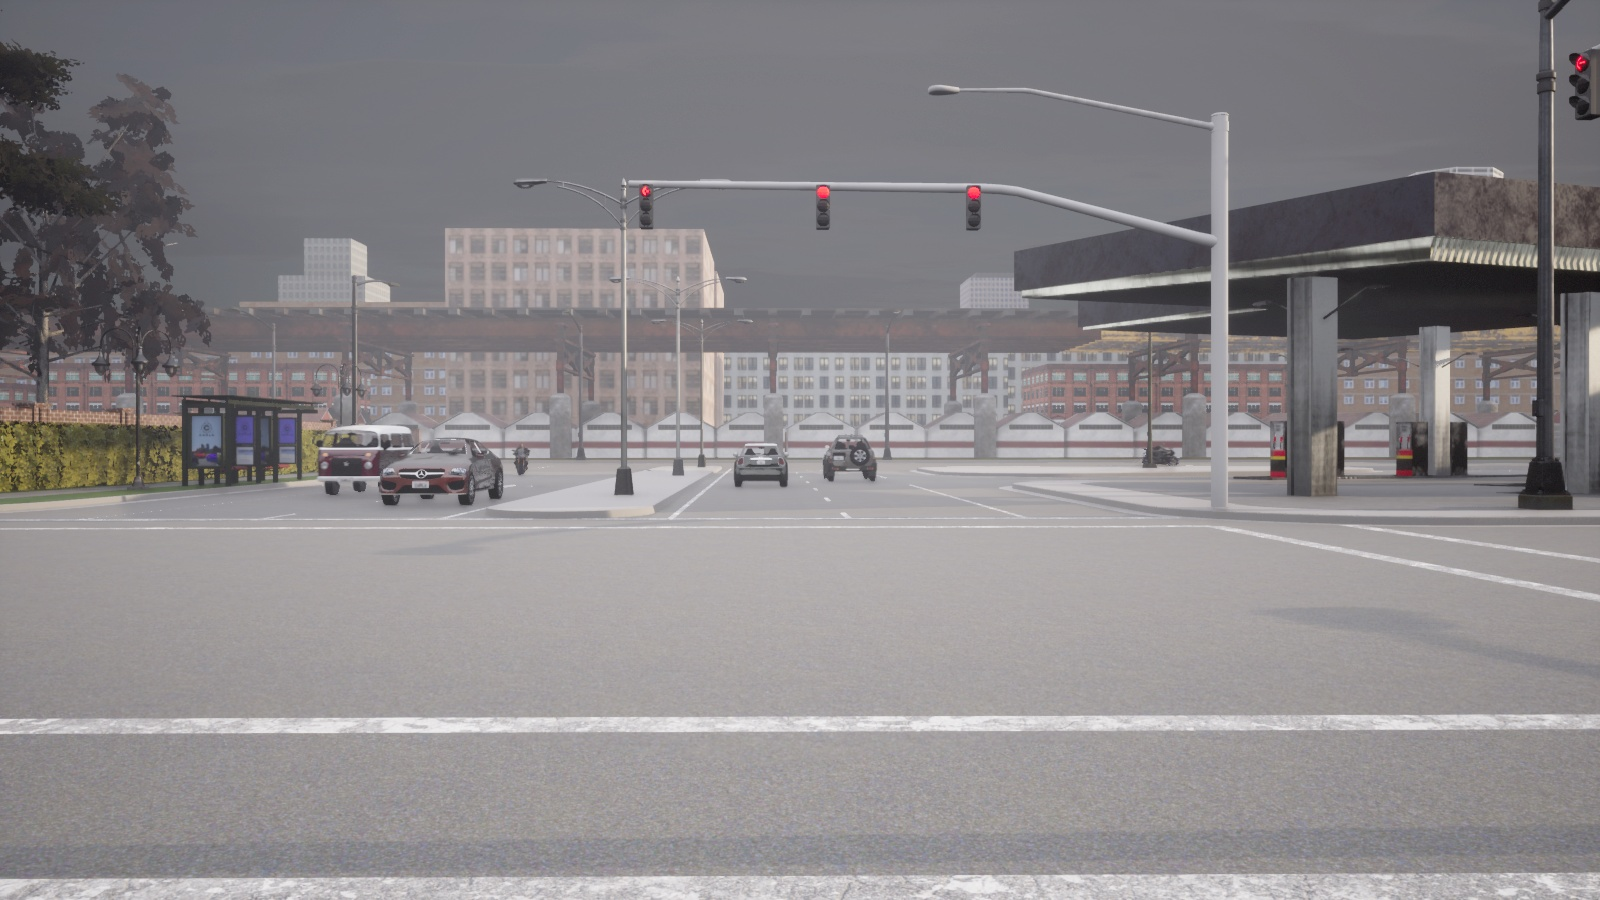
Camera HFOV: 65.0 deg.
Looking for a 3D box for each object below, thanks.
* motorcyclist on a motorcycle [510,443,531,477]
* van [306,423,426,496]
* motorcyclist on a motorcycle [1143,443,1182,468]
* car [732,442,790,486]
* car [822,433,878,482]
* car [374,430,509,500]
[{"bbox_3d":[-13.055,0.439,58.768,0.866,1.530,2.191,1,0,-11],"label":"motorcyclist on a motorcycle"},{"bbox_3d":[-12.663,0.251,36.951,2.069,2.038,4.480,0,0,-2],"label":"van"},{"bbox_3d":[22.887,0.352,79.330,2.191,1.530,0.866,0,0,-2],"label":"motorcyclist on a motorcycle"},{"bbox_3d":[-1.383,0.460,44.514,1.970,1.475,3.806,0,0,-2],"label":"car"},{"bbox_3d":[1.945,0.281,50.318,1.932,1.855,4.605,0,0,-2],"label":"car"},{"bbox_3d":[-9.015,0.337,32.078,2.152,1.651,5.027,0,0,-2],"label":"car"}]
